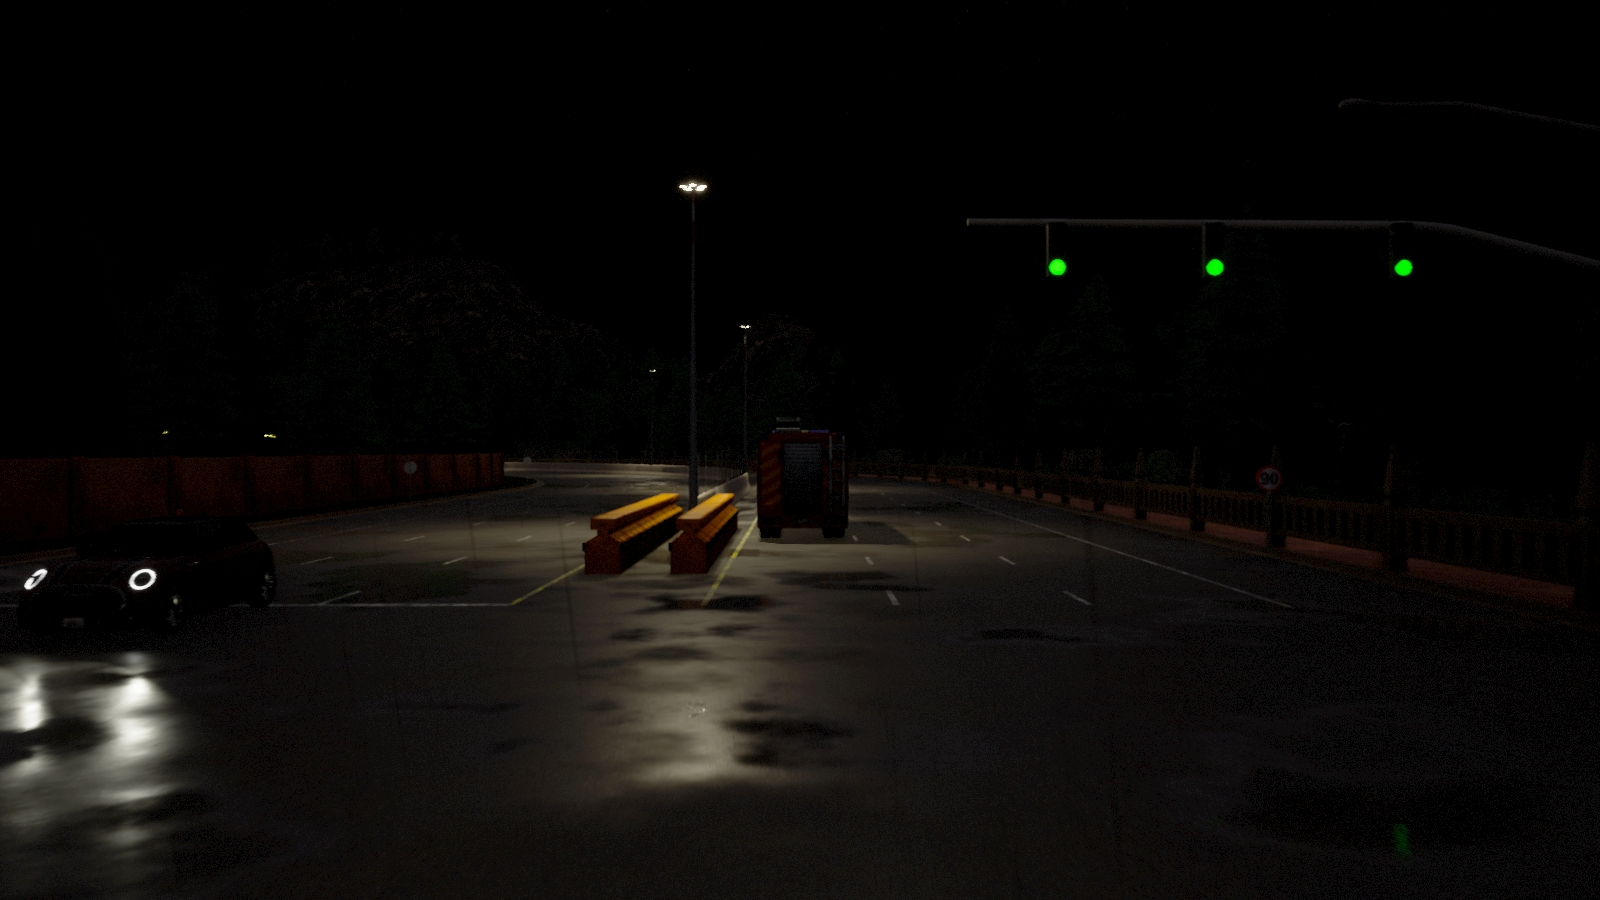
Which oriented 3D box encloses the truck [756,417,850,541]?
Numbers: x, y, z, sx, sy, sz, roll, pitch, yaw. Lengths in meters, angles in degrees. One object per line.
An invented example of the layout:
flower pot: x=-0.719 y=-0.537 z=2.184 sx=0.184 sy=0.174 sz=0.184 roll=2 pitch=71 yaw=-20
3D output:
truck: x=0.050 y=0.892 z=39.442 sx=2.891 sy=3.827 sz=8.468 roll=0 pitch=0 yaw=0

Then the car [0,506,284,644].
car: x=-10.520 y=1.907 z=18.713 sx=2.097 sy=1.767 sz=4.553 roll=0 pitch=0 yaw=0
